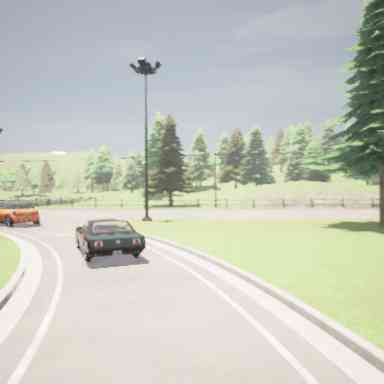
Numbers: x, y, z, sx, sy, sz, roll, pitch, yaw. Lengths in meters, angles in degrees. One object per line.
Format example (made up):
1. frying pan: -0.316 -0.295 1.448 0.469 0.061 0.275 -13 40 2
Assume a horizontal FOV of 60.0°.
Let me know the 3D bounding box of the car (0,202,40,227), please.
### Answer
1. car: -13.157 1.520 24.493 4.553 1.767 2.097 -1 0 39

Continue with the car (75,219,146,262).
1. car: -3.275 1.656 12.579 1.895 1.301 4.718 0 0 -24
